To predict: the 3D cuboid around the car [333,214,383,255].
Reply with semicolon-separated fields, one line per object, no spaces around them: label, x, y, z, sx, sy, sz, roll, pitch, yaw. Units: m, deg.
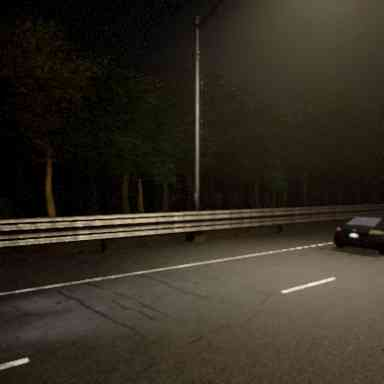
car;7.624;1.579;13.486;4.181;1.385;1.994;0;0;-36
